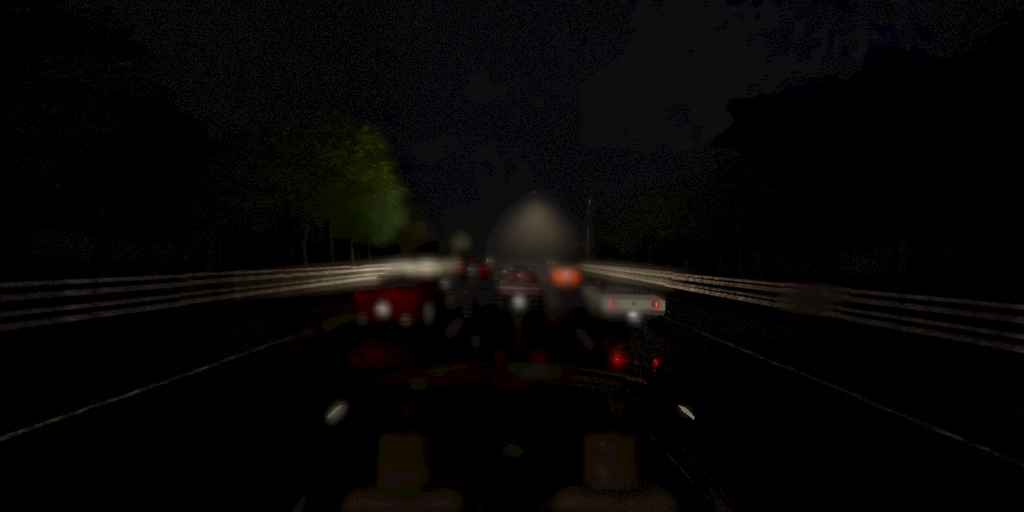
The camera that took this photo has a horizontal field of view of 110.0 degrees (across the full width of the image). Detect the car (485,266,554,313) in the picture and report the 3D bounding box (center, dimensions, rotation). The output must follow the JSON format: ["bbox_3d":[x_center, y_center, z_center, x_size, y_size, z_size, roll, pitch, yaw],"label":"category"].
[{"bbox_3d":[0.325,1.347,14.560,2.128,1.511,4.902,1,0,2],"label":"car"}]

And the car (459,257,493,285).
[{"bbox_3d":[-2.803,1.117,28.491,2.150,2.045,5.566,1,0,2],"label":"car"}]

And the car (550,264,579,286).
[{"bbox_3d":[4.216,1.403,29.172,2.097,1.767,4.553,1,-1,2],"label":"car"}]

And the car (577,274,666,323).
[{"bbox_3d":[3.774,1.520,13.035,1.895,1.301,4.718,1,0,2],"label":"car"}]

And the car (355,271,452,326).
[{"bbox_3d":[-3.267,1.233,11.801,1.882,1.535,5.008,1,0,2],"label":"car"}]
